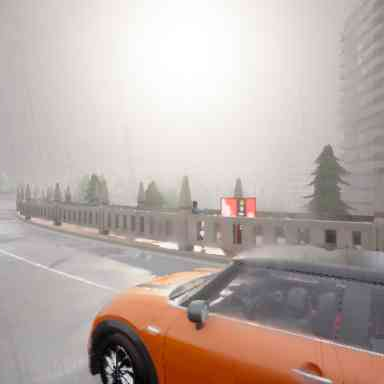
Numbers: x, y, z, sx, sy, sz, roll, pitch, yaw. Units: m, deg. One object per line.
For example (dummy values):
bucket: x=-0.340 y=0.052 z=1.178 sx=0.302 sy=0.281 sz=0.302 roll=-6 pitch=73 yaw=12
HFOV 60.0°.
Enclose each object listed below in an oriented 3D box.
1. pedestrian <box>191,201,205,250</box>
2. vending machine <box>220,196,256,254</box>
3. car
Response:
pedestrian: x=0.136 y=1.141 z=12.074 sx=0.375 sy=1.860 sz=0.375 roll=0 pitch=0 yaw=41
vending machine: x=1.764 y=1.195 z=12.652 sx=0.880 sy=2.100 sz=1.100 roll=0 pitch=0 yaw=41
car: x=0.982 y=1.353 z=3.445 sx=4.553 sy=1.767 sz=2.097 roll=0 pitch=0 yaw=36
